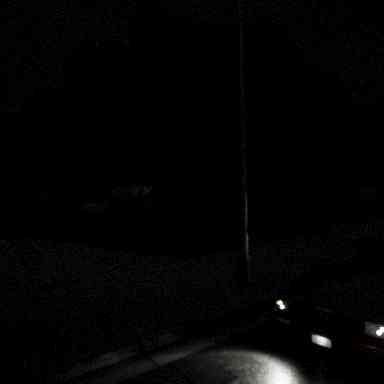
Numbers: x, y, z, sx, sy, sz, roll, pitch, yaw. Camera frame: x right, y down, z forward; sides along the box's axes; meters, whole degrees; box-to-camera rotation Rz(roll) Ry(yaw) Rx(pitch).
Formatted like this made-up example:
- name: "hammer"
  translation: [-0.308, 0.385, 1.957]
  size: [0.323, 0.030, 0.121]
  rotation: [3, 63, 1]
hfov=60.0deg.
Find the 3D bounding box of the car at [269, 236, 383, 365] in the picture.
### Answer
- name: "car"
  translation: [3.677, 1.589, 6.209]
  size: [5.357, 1.411, 2.033]
  rotation: [0, -1, -42]
